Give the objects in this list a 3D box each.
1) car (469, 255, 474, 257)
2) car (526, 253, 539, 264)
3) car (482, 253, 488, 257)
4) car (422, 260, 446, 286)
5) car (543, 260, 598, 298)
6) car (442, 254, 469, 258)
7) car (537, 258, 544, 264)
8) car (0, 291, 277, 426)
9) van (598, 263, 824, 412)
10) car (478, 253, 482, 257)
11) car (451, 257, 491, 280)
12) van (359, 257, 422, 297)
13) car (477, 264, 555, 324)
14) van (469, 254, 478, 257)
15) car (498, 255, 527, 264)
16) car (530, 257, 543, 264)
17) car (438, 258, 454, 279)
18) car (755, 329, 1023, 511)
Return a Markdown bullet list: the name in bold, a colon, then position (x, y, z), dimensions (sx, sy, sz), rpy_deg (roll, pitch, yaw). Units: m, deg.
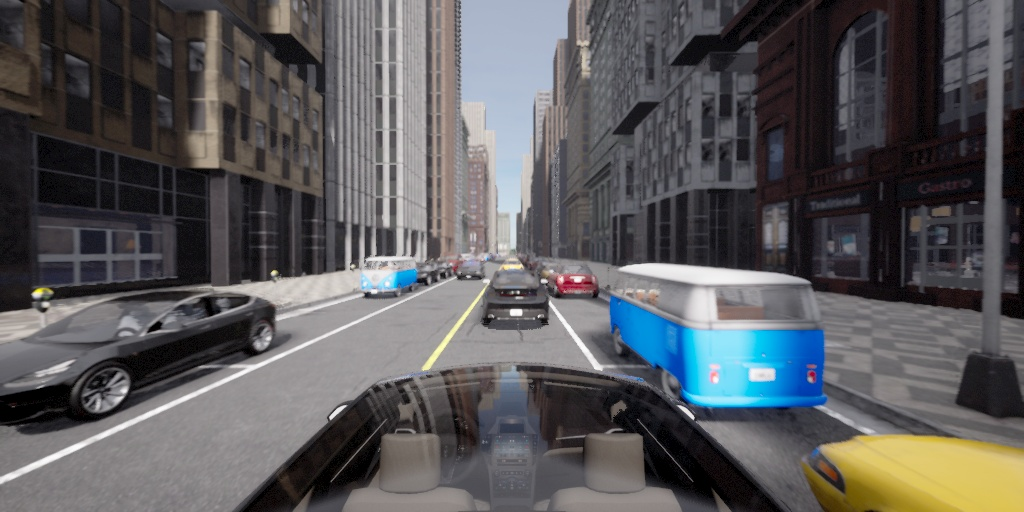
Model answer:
- **car**: position (-5.727, 0.897, 39.625), dimensions (1.888, 1.381, 4.507), rpy_deg (0, 0, 0)
- **car**: position (2.798, 0.794, 39.626), dimensions (1.967, 1.591, 4.097), rpy_deg (0, 0, 0)
- **car**: position (-5.705, 0.556, 62.170), dimensions (1.967, 1.591, 4.097), rpy_deg (0, 0, 0)
- **car**: position (-5.744, 1.094, 22.715), dimensions (1.948, 1.339, 4.313), rpy_deg (0, 0, 0)
- **car**: position (2.776, 1.030, 17.082), dimensions (1.967, 1.591, 4.097), rpy_deg (0, 0, 0)
- **car**: position (-5.733, 0.725, 33.988), dimensions (2.192, 1.841, 5.009), rpy_deg (0, 0, 0)
- **car**: position (2.782, 1.056, 22.888), dimensions (1.751, 1.417, 4.829), rpy_deg (0, 0, 0)
- **car**: position (-5.760, 1.271, 5.806), dimensions (1.948, 1.339, 4.313), rpy_deg (0, 0, 0)
- **van**: position (2.765, 1.049, 5.810), dimensions (1.690, 1.789, 3.998), rpy_deg (0, 0, 0)
- **car**: position (-5.716, 0.674, 50.898), dimensions (1.967, 1.591, 4.097), rpy_deg (0, 0, 0)
- **car**: position (-2.983, 1.028, 27.424), dimensions (2.033, 1.411, 5.357), rpy_deg (0, 1, 0)
- **van**: position (-5.749, 0.928, 17.079), dimensions (1.690, 1.789, 3.998), rpy_deg (0, 0, 0)
- **car**: position (0.108, 1.152, 11.415), dimensions (1.837, 1.490, 4.892), rpy_deg (0, 0, 0)
- **van**: position (-5.722, 0.634, 45.261), dimensions (1.690, 1.789, 3.998), rpy_deg (0, 0, 0)
- **car**: position (0.026, 0.915, 29.550), dimensions (1.801, 1.575, 5.366), rpy_deg (0, 1, 0)
- **car**: position (2.787, 1.023, 28.354), dimensions (2.007, 1.370, 4.403), rpy_deg (0, 0, 0)
- **car**: position (-5.738, 1.035, 28.352), dimensions (1.948, 1.339, 4.313), rpy_deg (0, 0, 0)
- **car**: position (2.760, 1.293, 0.345), dimensions (1.751, 1.417, 4.829), rpy_deg (0, 0, 0)
